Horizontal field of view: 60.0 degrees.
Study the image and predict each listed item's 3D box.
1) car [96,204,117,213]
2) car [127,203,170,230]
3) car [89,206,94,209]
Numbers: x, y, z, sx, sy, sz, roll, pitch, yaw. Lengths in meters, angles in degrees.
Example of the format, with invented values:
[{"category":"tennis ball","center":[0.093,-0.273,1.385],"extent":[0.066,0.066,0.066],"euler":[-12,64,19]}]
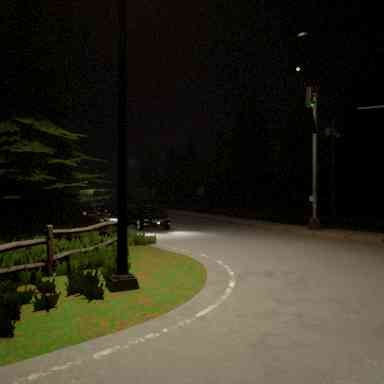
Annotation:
[{"category":"car","center":[-7.047,1.537,29.766],"extent":[1.994,1.385,4.181],"euler":[0,0,-24]},{"category":"car","center":[-2.892,1.478,20.722],"extent":[1.837,1.490,4.892],"euler":[0,0,-25]},{"category":"car","center":[-11.224,1.499,39.098],"extent":[1.812,1.442,4.674],"euler":[0,0,-24]}]
